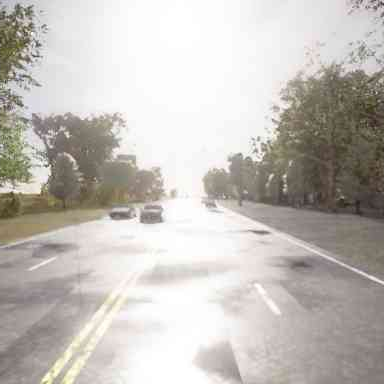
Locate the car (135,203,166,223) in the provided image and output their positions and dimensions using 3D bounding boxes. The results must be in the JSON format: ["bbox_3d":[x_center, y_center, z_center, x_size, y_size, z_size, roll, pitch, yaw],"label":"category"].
[{"bbox_3d":[-3.321,1.748,28.479,1.837,1.490,4.892,0,-1,0],"label":"car"}]

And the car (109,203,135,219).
[{"bbox_3d":[-6.545,1.821,32.245,2.033,1.411,5.357,0,-1,1],"label":"car"}]

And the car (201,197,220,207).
[{"bbox_3d":[3.312,2.046,60.496,2.033,1.411,5.357,0,0,-1],"label":"car"}]
